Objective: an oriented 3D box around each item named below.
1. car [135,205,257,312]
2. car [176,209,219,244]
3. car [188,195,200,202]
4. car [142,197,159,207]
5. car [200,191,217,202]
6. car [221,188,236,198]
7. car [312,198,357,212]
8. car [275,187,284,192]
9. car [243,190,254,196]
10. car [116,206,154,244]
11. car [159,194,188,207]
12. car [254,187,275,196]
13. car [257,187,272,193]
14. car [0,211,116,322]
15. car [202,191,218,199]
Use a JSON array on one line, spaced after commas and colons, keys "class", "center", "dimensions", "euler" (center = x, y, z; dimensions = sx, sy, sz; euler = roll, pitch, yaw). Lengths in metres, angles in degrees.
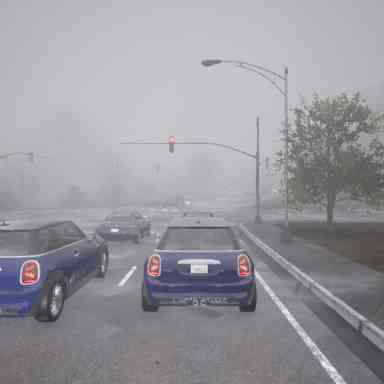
[{"class": "car", "center": [0.139, 1.361, 7.909], "dimensions": [2.097, 1.767, 4.553], "euler": [0, 0, 0]}, {"class": "car", "center": [0.326, 1.633, 16.940], "dimensions": [1.895, 1.301, 4.718], "euler": [0, 0, 2]}, {"class": "car", "center": [-0.603, 1.276, 68.274], "dimensions": [1.994, 1.385, 4.181], "euler": [0, 2, 22]}, {"class": "car", "center": [-6.134, 1.609, 51.294], "dimensions": [1.837, 1.490, 4.892], "euler": [0, 0, 15]}, {"class": "car", "center": [3.250, 0.864, 68.391], "dimensions": [2.150, 2.045, 5.566], "euler": [0, 2, 23]}, {"class": "car", "center": [8.781, 0.192, 79.654], "dimensions": [2.150, 2.045, 5.566], "euler": [0, 3, 28]}, {"class": "car", "center": [16.434, 1.532, 38.431], "dimensions": [4.892, 1.490, 1.837], "euler": [-1, 0, 4]}, {"class": "car", "center": [23.401, -0.599, 89.378], "dimensions": [1.882, 1.535, 5.008], "euler": [0, 3, 38]}, {"class": "car", "center": [14.132, 0.206, 81.913], "dimensions": [1.812, 1.442, 4.674], "euler": [0, 3, 33]}, {"class": "car", "center": [-3.199, 1.594, 16.018], "dimensions": [1.994, 1.385, 4.181], "euler": [0, 0, 2]}, {"class": "car", "center": [-2.741, 1.325, 49.882], "dimensions": [2.150, 2.045, 5.566], "euler": [0, 0, 13]}, {"class": "car", "center": [17.662, 0.142, 80.977], "dimensions": [2.128, 1.511, 4.902], "euler": [0, 3, 33]}, {"class": "car", "center": [19.801, -0.522, 90.398], "dimensions": [2.128, 1.511, 4.902], "euler": [0, 3, 38]}, {"class": "car", "center": [-3.365, 1.361, 7.405], "dimensions": [2.097, 1.767, 4.553], "euler": [0, 0, 1]}, {"class": "car", "center": [4.255, 0.672, 78.667], "dimensions": [2.128, 1.511, 4.902], "euler": [0, 3, 26]}]
